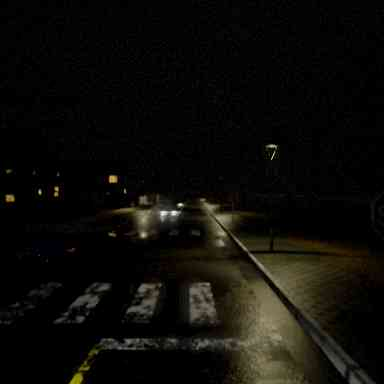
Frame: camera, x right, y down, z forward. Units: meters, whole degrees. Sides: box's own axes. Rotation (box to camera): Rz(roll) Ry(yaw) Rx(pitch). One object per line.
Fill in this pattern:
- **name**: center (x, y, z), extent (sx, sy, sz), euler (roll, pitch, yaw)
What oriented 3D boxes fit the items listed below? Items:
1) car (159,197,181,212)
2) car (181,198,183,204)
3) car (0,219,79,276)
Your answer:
- **car**: center (-2.719, 1.547, 39.211), extent (1.994, 1.385, 4.181), euler (0, 0, 0)
- **car**: center (-2.704, 1.534, 60.352), extent (1.994, 1.385, 4.181), euler (0, 0, 0)
- **car**: center (-5.845, 1.415, 8.903), extent (5.357, 1.411, 2.033), euler (6, -1, -25)
